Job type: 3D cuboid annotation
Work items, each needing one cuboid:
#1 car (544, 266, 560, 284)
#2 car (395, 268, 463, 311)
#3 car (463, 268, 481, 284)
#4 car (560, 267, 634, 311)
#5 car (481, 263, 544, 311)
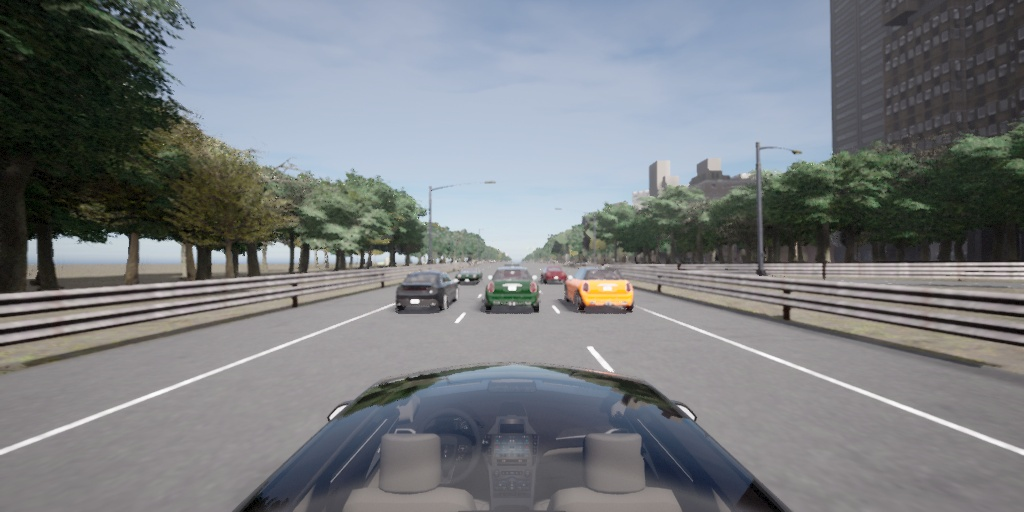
[{"bbox_3d":[3.527,1.560,30.732,1.812,1.442,4.674,0,0,0],"label":"car"},{"bbox_3d":[-3.478,1.395,15.348,1.837,1.490,4.892,0,0,0],"label":"car"},{"bbox_3d":[-3.479,1.630,30.098,1.895,1.301,4.718,0,0,0],"label":"car"},{"bbox_3d":[3.523,1.239,15.276,2.097,1.767,4.553,0,-1,0],"label":"car"},{"bbox_3d":[0.023,1.238,15.277,2.097,1.767,4.553,0,-1,0],"label":"car"}]
